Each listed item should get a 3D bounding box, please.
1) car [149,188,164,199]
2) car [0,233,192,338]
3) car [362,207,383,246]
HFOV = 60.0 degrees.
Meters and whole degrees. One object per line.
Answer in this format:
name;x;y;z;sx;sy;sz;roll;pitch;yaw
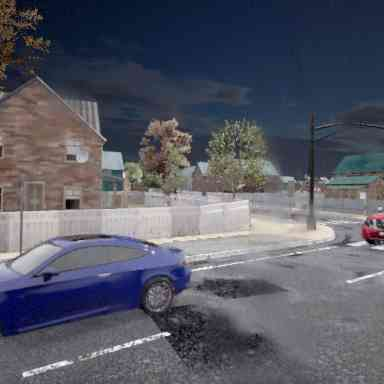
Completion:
car;-6.612;0.338;61.621;2.150;2.045;5.566;1;0;-21
car;-2.165;1.528;5.995;4.674;1.442;1.812;0;0;-35
car;9.591;1.250;14.239;5.566;2.045;2.150;0;0;-35
